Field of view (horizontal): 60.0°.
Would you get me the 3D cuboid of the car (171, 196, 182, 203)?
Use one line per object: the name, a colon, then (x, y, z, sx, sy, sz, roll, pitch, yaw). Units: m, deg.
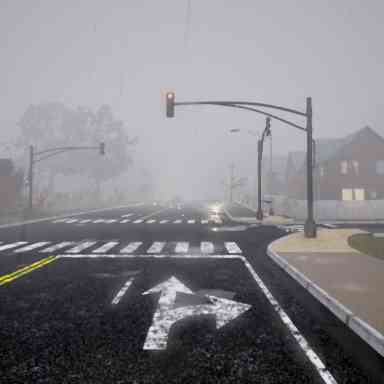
car: (-3.096, 1.536, 67.889, 1.812, 1.442, 4.674, 0, 0, 5)

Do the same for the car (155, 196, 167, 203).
car: (-6.330, 1.497, 68.207, 1.882, 1.535, 5.008, 0, 0, 5)
